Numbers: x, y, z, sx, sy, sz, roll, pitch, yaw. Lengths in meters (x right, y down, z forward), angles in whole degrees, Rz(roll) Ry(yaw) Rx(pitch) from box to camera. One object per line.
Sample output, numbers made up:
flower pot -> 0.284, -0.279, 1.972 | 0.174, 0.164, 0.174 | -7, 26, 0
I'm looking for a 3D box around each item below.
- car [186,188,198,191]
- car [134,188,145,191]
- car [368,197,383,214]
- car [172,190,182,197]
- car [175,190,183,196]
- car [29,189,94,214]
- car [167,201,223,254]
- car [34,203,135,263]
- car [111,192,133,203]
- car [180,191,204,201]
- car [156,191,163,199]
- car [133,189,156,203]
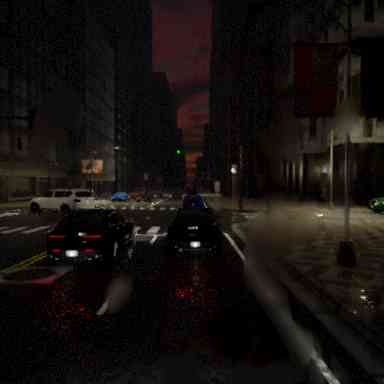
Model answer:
car -> 0.006, 0.112, 71.215 | 2.150, 2.045, 5.566 | 0, 1, 0
car -> -9.769, 0.254, 62.147 | 2.150, 2.045, 5.566 | 0, 1, 0
car -> 17.670, 0.849, 27.561 | 5.566, 2.045, 2.150 | 0, 2, 0
car -> -3.244, 0.434, 71.608 | 1.994, 1.385, 4.181 | 0, 1, 0
car -> -3.243, 0.127, 81.606 | 1.812, 1.442, 4.674 | 0, 1, 0
car -> -10.272, 0.775, 26.217 | 5.566, 2.045, 2.150 | 1, 1, 26
car -> 0.102, 1.303, 12.499 | 1.837, 1.490, 4.892 | 0, 1, 0
car -> -3.149, 1.324, 11.143 | 1.837, 1.490, 4.892 | 0, 1, 0
car -> -9.821, 0.755, 46.195 | 1.882, 1.535, 5.008 | 0, 1, 0
car -> 0.108, 0.960, 32.397 | 1.882, 1.535, 5.008 | 0, 1, 0
car -> -6.523, 0.527, 61.950 | 2.128, 1.511, 4.902 | 0, 1, 0
car -> -6.578, 0.780, 46.295 | 1.837, 1.490, 4.892 | 0, 1, 0
